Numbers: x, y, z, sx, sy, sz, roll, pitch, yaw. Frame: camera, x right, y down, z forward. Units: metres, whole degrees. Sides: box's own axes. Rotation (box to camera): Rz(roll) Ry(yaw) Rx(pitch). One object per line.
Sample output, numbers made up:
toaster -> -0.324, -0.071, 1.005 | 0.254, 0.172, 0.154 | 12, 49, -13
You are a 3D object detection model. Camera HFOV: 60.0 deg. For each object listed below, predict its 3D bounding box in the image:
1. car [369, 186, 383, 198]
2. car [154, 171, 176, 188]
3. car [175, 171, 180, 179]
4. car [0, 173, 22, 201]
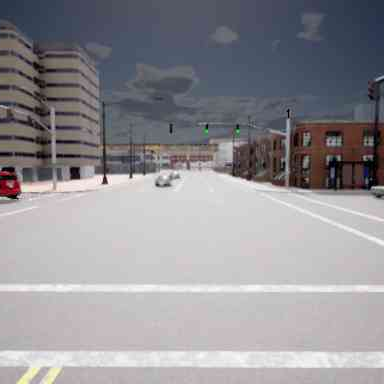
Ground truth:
car -> 16.059, -0.139, 25.062 | 4.718, 1.301, 1.895 | 0, 4, -4
car -> -3.350, -1.294, 39.520 | 2.128, 1.511, 4.902 | 0, 5, 0
car -> -3.255, -3.195, 63.980 | 2.128, 1.511, 4.902 | 0, 5, 0
car -> -14.720, -0.342, 23.795 | 5.566, 2.045, 2.150 | 1, 5, 25
